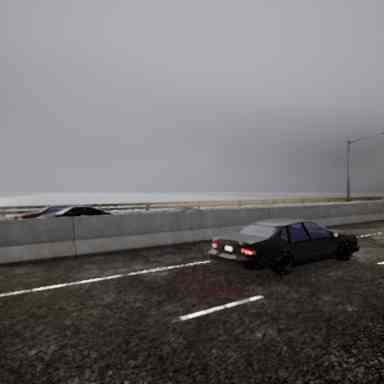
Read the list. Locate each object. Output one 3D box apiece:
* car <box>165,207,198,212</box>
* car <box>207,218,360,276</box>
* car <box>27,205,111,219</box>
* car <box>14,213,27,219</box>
[{"bbox_3d":[-0.969,1.604,20.593,4.718,1.301,1.895,0,0,-36],"label":"car"},{"bbox_3d":[3.002,1.528,10.259,5.357,1.411,2.033,0,0,-36],"label":"car"},{"bbox_3d":[-7.228,1.568,20.377,4.674,1.442,1.812,0,0,-36],"label":"car"},{"bbox_3d":[-9.382,1.603,23.142,5.357,1.411,2.033,0,0,-36],"label":"car"}]
